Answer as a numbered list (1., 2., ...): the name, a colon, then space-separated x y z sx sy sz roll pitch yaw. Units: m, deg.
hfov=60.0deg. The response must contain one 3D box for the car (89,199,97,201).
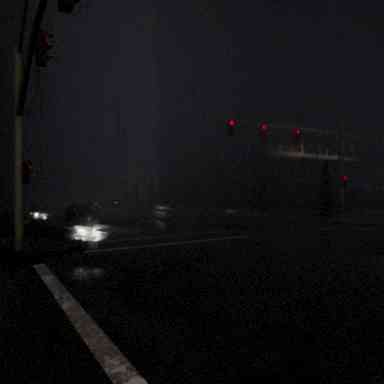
1. car: -18.392 1.984 61.528 1.812 1.442 4.674 0 0 -32

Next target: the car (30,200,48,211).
1. car: -21.340 1.887 46.375 2.128 1.511 4.902 0 -1 -32

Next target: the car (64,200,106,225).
1. car: -8.804 1.695 26.341 2.128 1.511 4.902 0 0 -32

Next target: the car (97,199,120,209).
1. car: -12.956 1.868 52.960 2.128 1.511 4.902 0 0 -31
